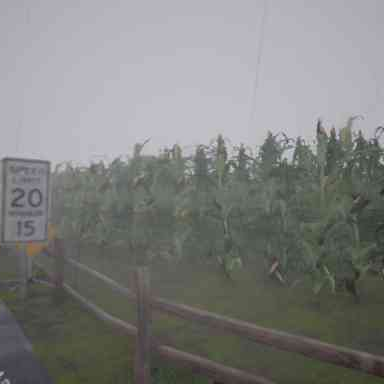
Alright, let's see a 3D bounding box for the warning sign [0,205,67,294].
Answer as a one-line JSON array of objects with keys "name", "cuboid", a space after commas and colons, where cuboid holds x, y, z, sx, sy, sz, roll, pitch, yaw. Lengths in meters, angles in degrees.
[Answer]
[{"name": "warning sign", "cuboid": [-3.836, 1.251, 7.889, 1.300, 1.860, 1.060, 3, -2, -37]}]
